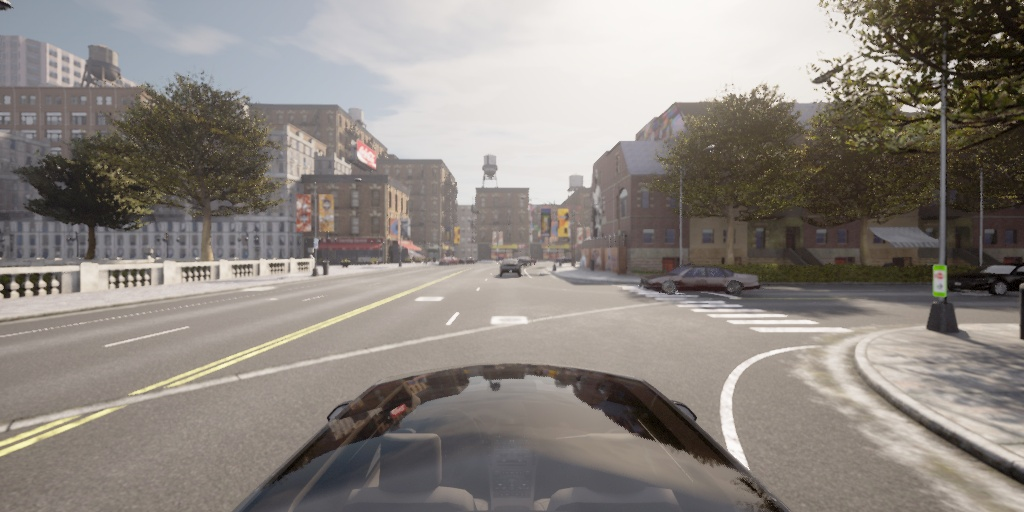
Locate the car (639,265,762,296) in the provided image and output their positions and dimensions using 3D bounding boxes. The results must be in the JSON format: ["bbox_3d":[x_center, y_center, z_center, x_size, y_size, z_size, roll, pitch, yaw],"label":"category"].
[{"bbox_3d":[9.285,1.174,17.973,5.357,1.411,2.033,0,0,5],"label":"car"}]

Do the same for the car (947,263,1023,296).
[{"bbox_3d":[24.683,1.106,17.879,5.008,1.535,1.882,0,0,-1],"label":"car"}]

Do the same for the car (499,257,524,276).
[{"bbox_3d":[-0.148,1.016,32.949,1.837,1.490,4.892,0,1,0],"label":"car"}]

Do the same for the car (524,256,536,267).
[{"bbox_3d":[1.756,0.868,52.334,1.837,1.490,4.892,0,0,16],"label":"car"}]
